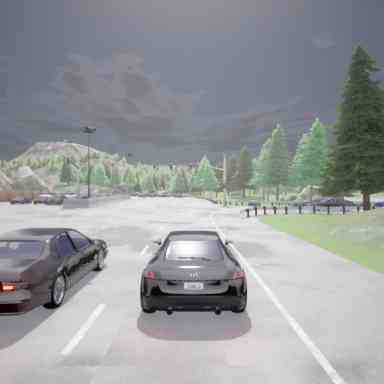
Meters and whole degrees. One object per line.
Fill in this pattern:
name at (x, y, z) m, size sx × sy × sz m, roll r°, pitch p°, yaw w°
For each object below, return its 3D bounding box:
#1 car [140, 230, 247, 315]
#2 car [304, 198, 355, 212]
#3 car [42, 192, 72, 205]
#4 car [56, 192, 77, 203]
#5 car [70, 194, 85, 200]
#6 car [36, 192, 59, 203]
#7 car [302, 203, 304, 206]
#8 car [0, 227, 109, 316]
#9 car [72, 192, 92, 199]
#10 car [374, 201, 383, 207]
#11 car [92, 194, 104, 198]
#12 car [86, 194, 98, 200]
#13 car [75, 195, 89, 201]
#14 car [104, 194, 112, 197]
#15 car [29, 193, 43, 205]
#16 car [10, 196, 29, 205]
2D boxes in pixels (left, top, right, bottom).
car at (0.030, 1.563, 7.649) m, size 1.994 × 1.385 × 4.181 m, roll 0°, pitch 0°, yaw 0°
car at (15.656, 1.398, 37.531) m, size 4.902 × 1.511 × 2.128 m, roll 0°, pitch 0°, yaw 7°
car at (-21.588, 1.186, 53.365) m, size 2.097 × 1.767 × 4.553 m, roll 0°, pitch 0°, yaw 0°
car at (-25.144, 1.000, 66.843) m, size 2.150 × 2.045 × 5.566 m, roll 0°, pitch 0°, yaw -1°
car at (-28.935, 1.223, 84.156) m, size 2.128 × 1.511 × 4.902 m, roll 0°, pitch 0°, yaw -3°
car at (-28.637, 1.003, 66.179) m, size 2.150 × 2.045 × 5.566 m, roll 0°, pitch 0°, yaw -1°
car at (15.730, 1.454, 41.052) m, size 4.181 × 1.385 × 1.994 m, roll 0°, pitch 0°, yaw 7°
car at (-3.469, 1.547, 7.798) m, size 2.033 × 1.411 × 5.357 m, roll 0°, pitch 0°, yaw 0°
car at (-21.639, 1.279, 64.078) m, size 2.128 × 1.511 × 4.902 m, roll 0°, pitch 0°, yaw 0°
car at (24.476, 1.374, 39.637) m, size 5.008 × 1.535 × 1.882 m, roll 0°, pitch 0°, yaw 13°
car at (-21.713, 1.271, 73.411) m, size 2.128 × 1.511 × 4.902 m, roll 0°, pitch 0°, yaw -1°
car at (-25.505, 1.247, 85.052) m, size 1.994 × 1.385 × 4.181 m, roll 0°, pitch 0°, yaw -3°
car at (-25.245, 1.328, 76.435) m, size 1.895 × 1.301 × 4.718 m, roll 0°, pitch 0°, yaw -1°
car at (-21.865, 1.229, 82.537) m, size 1.812 × 1.442 × 4.674 m, roll 0°, pitch 0°, yaw -1°
car at (-25.099, 1.387, 56.096) m, size 1.994 × 1.385 × 4.181 m, roll 0°, pitch 0°, yaw 0°
car at (-28.590, 1.389, 55.595) m, size 1.994 × 1.385 × 4.181 m, roll 0°, pitch 0°, yaw 0°
